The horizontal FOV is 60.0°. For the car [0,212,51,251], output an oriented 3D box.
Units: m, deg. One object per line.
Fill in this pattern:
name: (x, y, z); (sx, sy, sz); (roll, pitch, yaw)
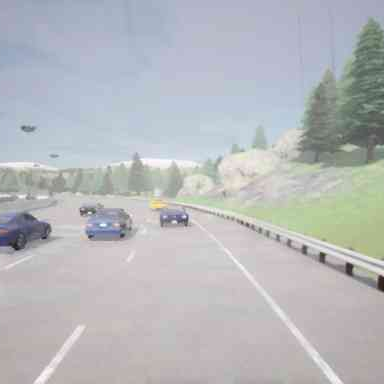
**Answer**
car: (-7.524, 1.541, 13.955); (1.812, 1.442, 4.674); (0, 0, -4)

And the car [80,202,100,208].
car: (-9.737, 1.622, 32.688); (1.895, 1.301, 4.718); (0, 0, -9)

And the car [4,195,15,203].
car: (-27.851, 1.535, 49.571); (1.882, 1.535, 5.008); (0, 0, -15)

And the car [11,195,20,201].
car: (-44.583, 1.576, 83.894); (1.837, 1.490, 4.892); (0, 0, -25)

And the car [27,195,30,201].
car: (-39.843, 1.438, 82.184); (2.097, 1.767, 4.553); (0, 0, -25)

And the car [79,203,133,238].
car: (-4.291, 1.557, 17.714); (2.033, 1.411, 5.357); (0, 0, -5)

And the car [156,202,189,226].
car: (-1.356, 1.604, 23.297); (1.895, 1.301, 4.718); (0, 0, -6)

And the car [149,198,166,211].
car: (-4.169, 1.487, 41.055); (1.882, 1.535, 5.008); (0, 0, -11)
